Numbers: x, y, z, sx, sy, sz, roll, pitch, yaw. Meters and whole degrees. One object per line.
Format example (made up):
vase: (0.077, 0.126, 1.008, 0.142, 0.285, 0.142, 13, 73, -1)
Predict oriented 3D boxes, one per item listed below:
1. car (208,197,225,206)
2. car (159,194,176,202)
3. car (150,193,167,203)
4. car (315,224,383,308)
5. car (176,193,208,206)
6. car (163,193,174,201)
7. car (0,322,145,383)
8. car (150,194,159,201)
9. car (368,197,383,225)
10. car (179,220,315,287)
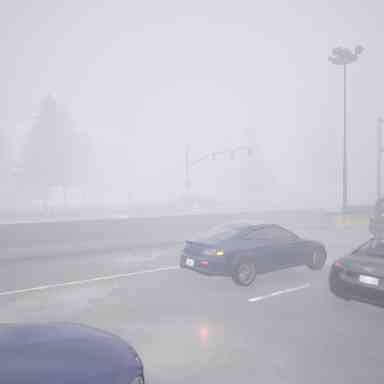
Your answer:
car: (3.295, 1.547, 55.813, 2.033, 1.411, 5.357, 0, 0, -29)
car: (-4.208, 1.601, 63.591, 1.895, 1.301, 4.718, 0, 0, -22)
car: (-7.275, 1.540, 72.704, 2.033, 1.411, 5.357, 0, 0, -18)
car: (4.836, 1.564, 7.190, 4.181, 1.385, 1.994, 0, 0, -35)
car: (-0.064, 1.221, 54.762, 2.150, 2.045, 5.566, 0, 0, -28)
car: (-6.030, 1.225, 83.924, 2.150, 2.045, 5.566, 0, 0, -10)
car: (-2.496, 1.526, 1.931, 4.674, 1.442, 1.812, 0, 0, -36)
car: (-9.334, 1.355, 82.397, 2.097, 1.767, 4.553, 0, 0, -10)
car: (10.441, 1.224, 15.481, 5.566, 2.045, 2.150, 0, 0, -35)
car: (1.833, 1.526, 9.348, 4.674, 1.442, 1.812, 0, 0, -35)
